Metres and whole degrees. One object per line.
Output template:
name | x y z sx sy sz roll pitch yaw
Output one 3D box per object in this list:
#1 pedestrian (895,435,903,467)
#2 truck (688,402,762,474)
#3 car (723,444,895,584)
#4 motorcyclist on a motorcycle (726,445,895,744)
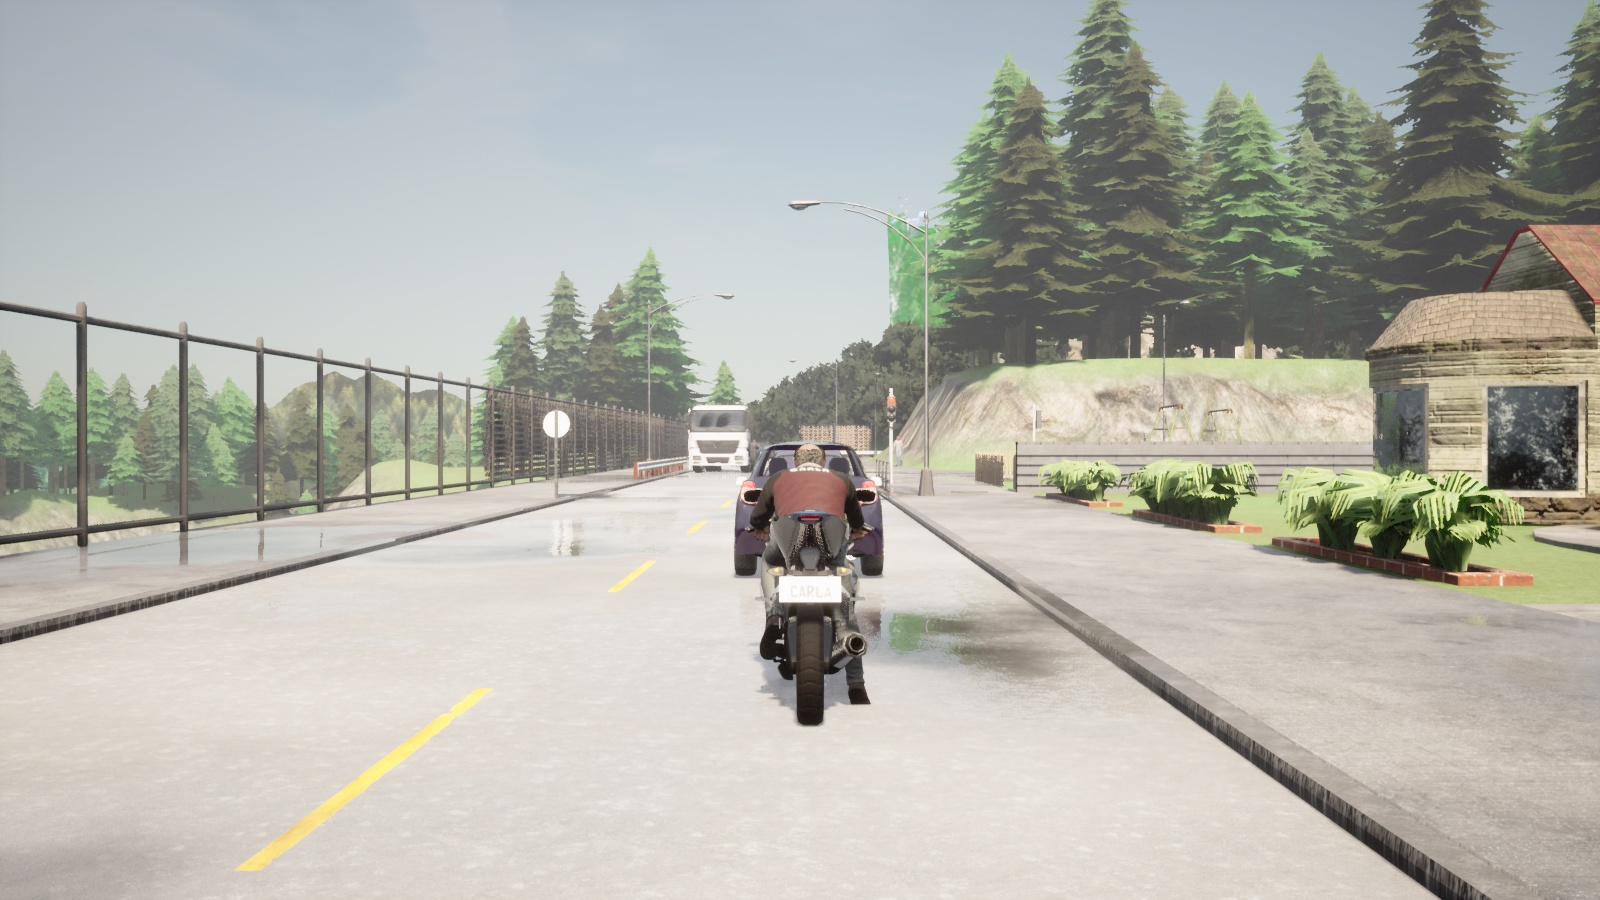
pedestrian | 5.727 0.051 72.670 0.354 1.836 0.706 0 0 0
truck | -3.772 -0.606 65.088 2.891 3.462 7.936 0 0 4
car | 0.104 0.674 15.286 1.845 1.501 3.633 0 0 0
motorcyclist on a motorcycle | 0.058 0.739 7.540 0.866 1.530 2.191 0 0 0
